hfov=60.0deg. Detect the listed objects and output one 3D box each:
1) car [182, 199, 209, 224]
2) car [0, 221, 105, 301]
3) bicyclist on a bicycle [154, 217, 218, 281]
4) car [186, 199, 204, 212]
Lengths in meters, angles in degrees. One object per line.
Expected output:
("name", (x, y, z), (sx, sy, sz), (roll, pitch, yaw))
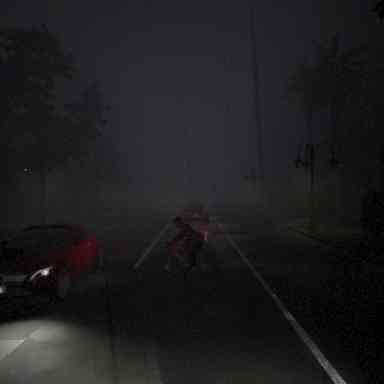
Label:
("car", (0.235, 1.478, 25.021), (1.882, 1.535, 5.008), (0, 0, 0))
("car", (-3.544, 1.526, 8.428), (1.812, 1.442, 4.674), (0, 0, 0))
("bicyclist on a bicycle", (-0.177, 1.454, 8.503), (1.656, 1.620, 0.582), (-2, 0, 0))
("car", (0.316, 1.547, 39.421), (2.033, 1.411, 5.357), (0, 0, 0))
